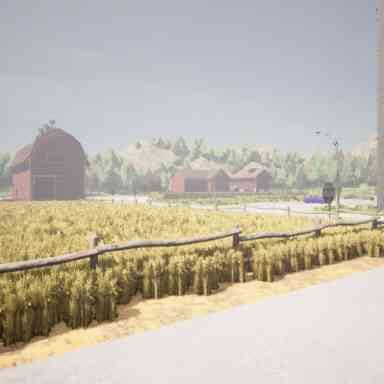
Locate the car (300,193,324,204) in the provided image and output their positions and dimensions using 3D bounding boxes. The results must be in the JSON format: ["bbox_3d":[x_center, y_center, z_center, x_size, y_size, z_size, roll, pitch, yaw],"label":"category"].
[{"bbox_3d":[23.001,1.374,61.229,2.242,1.667,4.611,0,0,-36],"label":"car"}]

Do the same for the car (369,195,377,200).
[{"bbox_3d":[42.580,1.156,75.462,1.905,1.878,3.866,0,0,-36],"label":"car"}]

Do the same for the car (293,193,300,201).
[{"bbox_3d":[26.545,1.175,80.191,1.932,1.855,4.605,0,0,-36],"label":"car"}]
